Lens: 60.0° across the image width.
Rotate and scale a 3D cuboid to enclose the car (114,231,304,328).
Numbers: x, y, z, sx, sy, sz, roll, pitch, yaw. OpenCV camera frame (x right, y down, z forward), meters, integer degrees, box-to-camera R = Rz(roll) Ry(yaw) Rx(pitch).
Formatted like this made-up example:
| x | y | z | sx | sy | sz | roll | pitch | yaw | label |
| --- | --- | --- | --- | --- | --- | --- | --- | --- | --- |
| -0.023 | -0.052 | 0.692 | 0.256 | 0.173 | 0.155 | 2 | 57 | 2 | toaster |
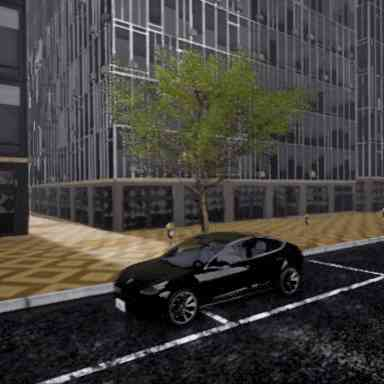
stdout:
| x | y | z | sx | sy | sz | roll | pitch | yaw | label |
| --- | --- | --- | --- | --- | --- | --- | --- | --- | --- |
| 0.551 | 1.546 | 6.960 | 4.313 | 1.339 | 1.947 | 0 | 0 | -35 | car |
